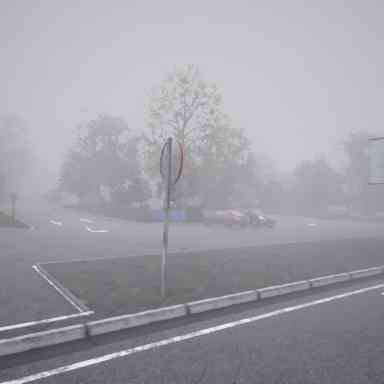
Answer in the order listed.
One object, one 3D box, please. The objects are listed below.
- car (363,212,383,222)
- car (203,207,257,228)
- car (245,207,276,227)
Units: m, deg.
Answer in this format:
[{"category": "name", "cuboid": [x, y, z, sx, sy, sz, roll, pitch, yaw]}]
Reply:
[{"category": "car", "cuboid": [25.339, 3.396, 44.388, 2.002, 1.452, 4.674, 3, -2, -35]}, {"category": "car", "cuboid": [2.905, 2.244, 28.514, 2.002, 1.452, 4.674, 3, -2, -36]}, {"category": "car", "cuboid": [5.457, 2.210, 30.404, 2.185, 1.767, 4.553, 3, -2, -35]}]
